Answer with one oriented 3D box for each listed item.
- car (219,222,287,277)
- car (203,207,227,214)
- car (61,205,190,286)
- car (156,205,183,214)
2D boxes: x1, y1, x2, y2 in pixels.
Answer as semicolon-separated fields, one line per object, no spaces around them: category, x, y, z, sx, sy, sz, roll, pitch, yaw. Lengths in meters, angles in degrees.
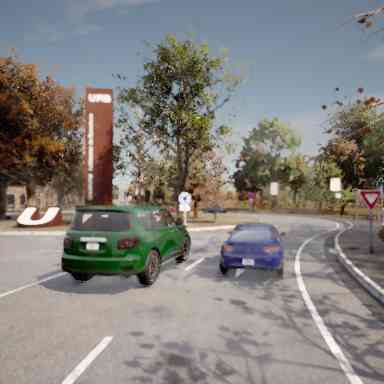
car;2.082;1.726;10.952;1.812;1.442;4.674;0;-2;15
car;3.905;2.949;56.494;4.181;1.385;1.994;-1;-2;36
car;-1.653;1.403;10.220;2.150;2.045;5.566;0;-1;13
car;-3.799;2.954;56.788;4.181;1.385;1.994;0;-2;15
